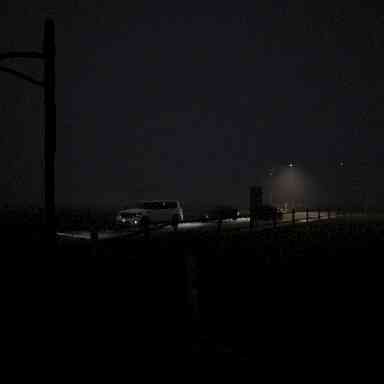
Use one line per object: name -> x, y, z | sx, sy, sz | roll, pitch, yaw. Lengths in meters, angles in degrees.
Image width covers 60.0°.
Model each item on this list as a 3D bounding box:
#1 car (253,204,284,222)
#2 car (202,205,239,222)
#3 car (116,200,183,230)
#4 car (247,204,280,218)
car -> 7.387, 2.119, 32.489 | 1.837, 1.490, 4.892 | 0, -1, 36
car -> 2.849, 2.067, 32.547 | 2.128, 1.511, 4.902 | 0, -1, 36
car -> -2.964, 1.608, 24.606 | 2.150, 2.045, 5.566 | 0, -1, 36
car -> 8.877, 2.266, 40.777 | 2.128, 1.511, 4.902 | 0, -1, 36
